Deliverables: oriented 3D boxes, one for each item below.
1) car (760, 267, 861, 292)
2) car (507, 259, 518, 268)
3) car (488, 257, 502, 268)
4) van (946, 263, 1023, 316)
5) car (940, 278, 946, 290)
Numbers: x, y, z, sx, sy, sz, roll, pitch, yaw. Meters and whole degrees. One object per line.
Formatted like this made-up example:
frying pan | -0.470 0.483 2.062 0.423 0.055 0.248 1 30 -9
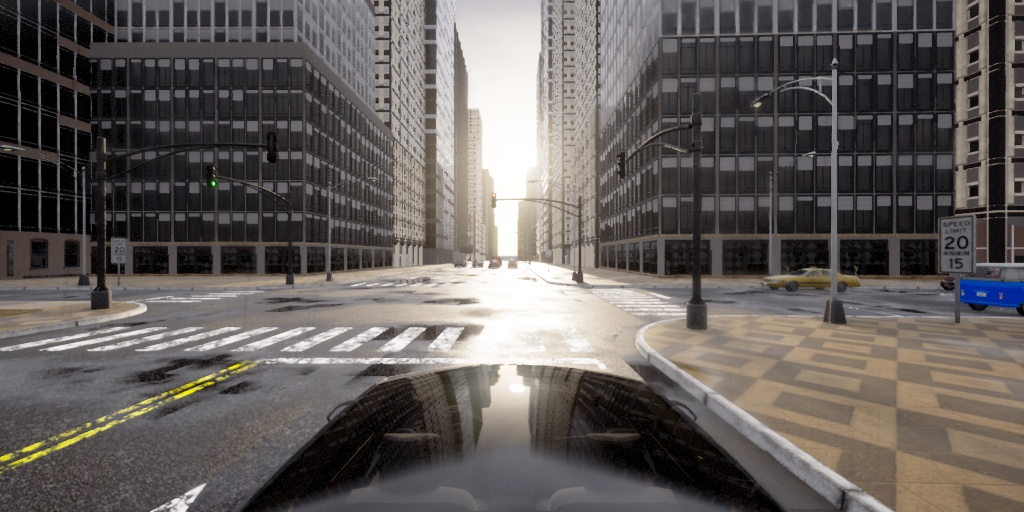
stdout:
car | 17.123 1.300 20.728 4.829 1.417 1.751 0 0 2
car | 0.122 1.429 63.346 2.033 1.411 5.357 0 0 0
car | -3.129 1.407 63.353 1.812 1.442 4.674 0 0 0
van | 18.378 1.123 12.553 3.998 1.789 1.690 0 0 2
car | 26.957 1.363 20.224 4.207 1.307 1.802 0 0 2
